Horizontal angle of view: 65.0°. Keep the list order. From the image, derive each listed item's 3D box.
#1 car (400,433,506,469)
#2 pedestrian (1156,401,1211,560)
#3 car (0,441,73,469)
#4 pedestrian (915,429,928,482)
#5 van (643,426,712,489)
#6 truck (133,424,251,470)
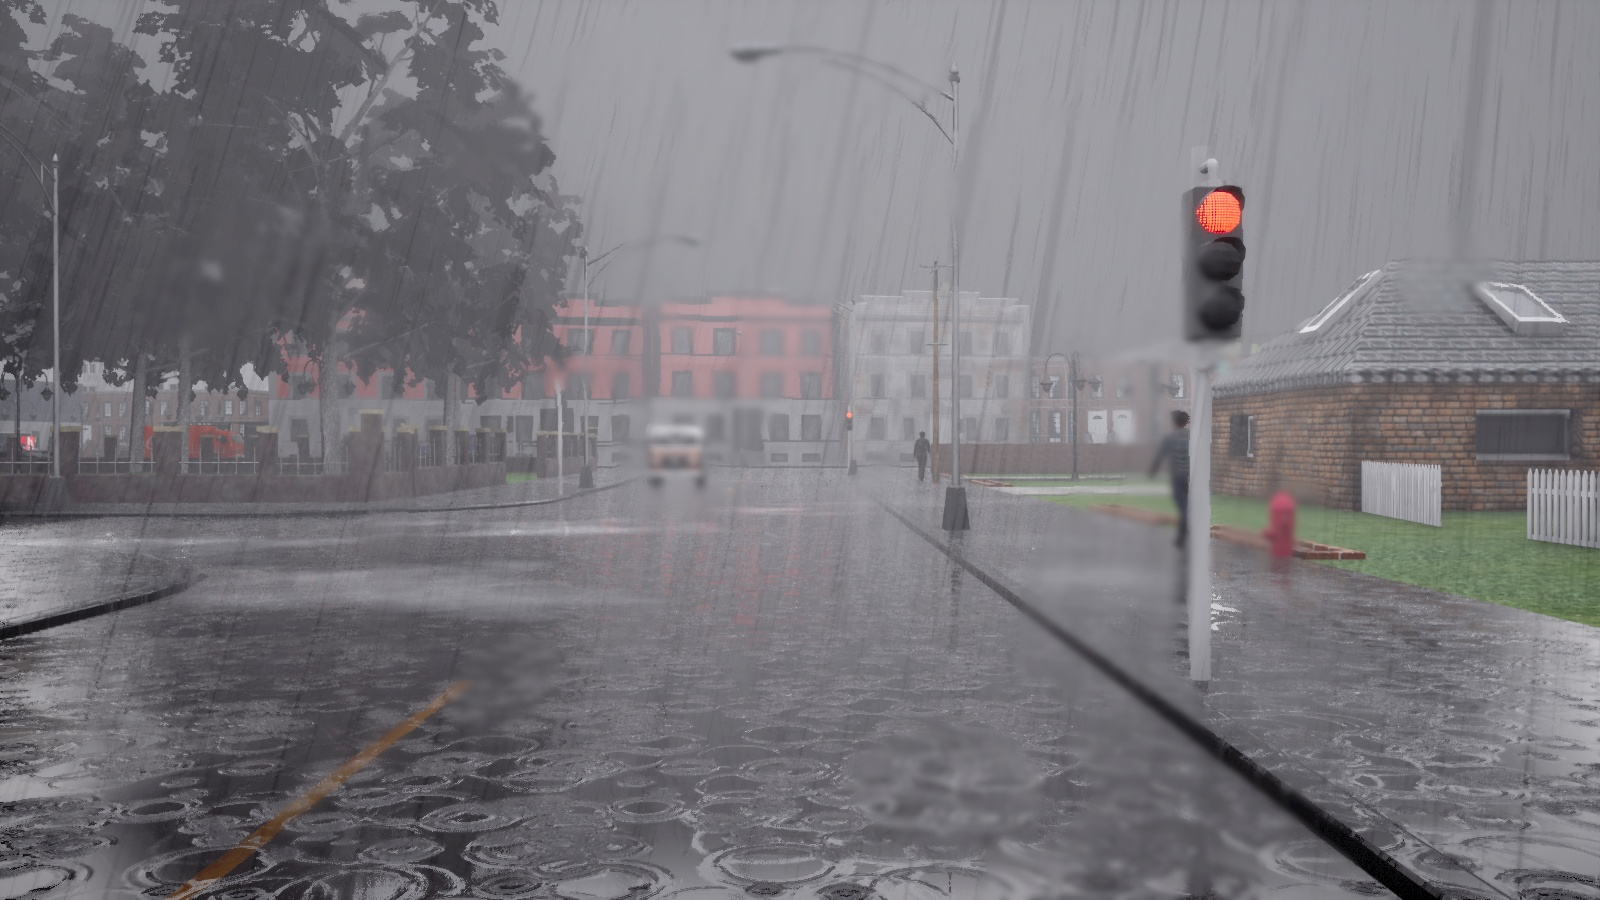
[{"bbox_3d":[-20.069,0.038,72.823,5.566,2.045,2.150,0,0,0],"label":"car"},{"bbox_3d":[4.809,0.371,15.766,0.423,1.949,0.788,0,0,-2],"label":"pedestrian"},{"bbox_3d":[-42.887,0.280,68.747,4.902,1.511,2.128,0,0,0],"label":"car"},{"bbox_3d":[4.429,0.200,45.586,0.395,1.930,0.692,0,0,12],"label":"pedestrian"},{"bbox_3d":[-4.137,0.224,42.958,2.069,2.038,4.480,0,0,-2],"label":"van"},{"bbox_3d":[-33.244,-0.155,68.773,5.204,2.467,2.627,0,0,0],"label":"truck"}]
